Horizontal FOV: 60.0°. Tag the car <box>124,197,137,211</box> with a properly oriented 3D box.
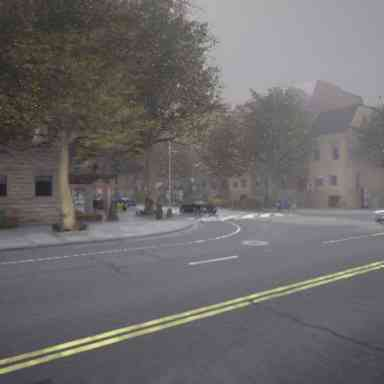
[{"bbox_3d":[-9.378,1.400,46.284,1.882,1.535,5.008,0,0,-35],"label":"car"}]

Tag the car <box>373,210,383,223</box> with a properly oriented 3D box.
[{"bbox_3d":[14.487,1.502,22.930,4.718,1.301,1.895,0,0,-35],"label":"car"}]

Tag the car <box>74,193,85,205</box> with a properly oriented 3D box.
[{"bbox_3d":[-18.965,1.162,54.710,2.435,2.045,5.566,0,0,-35],"label":"car"}]

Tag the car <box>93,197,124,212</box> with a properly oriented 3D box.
[{"bbox_3d":[-11.142,1.418,42.647,2.231,1.521,4.892,0,0,-35],"label":"car"}]

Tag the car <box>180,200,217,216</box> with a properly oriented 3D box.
[{"bbox_3d":[0.593,1.488,32.073,1.994,1.385,4.181,0,0,-34],"label":"car"}]
